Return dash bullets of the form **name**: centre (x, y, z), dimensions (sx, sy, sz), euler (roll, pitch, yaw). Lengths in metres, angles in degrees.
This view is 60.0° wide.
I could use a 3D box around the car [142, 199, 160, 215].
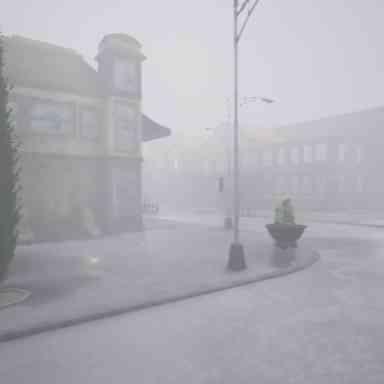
- **car**: centre (-4.951, 1.410, 32.545), dimensions (2.128, 1.511, 4.902), euler (0, 0, -36)
